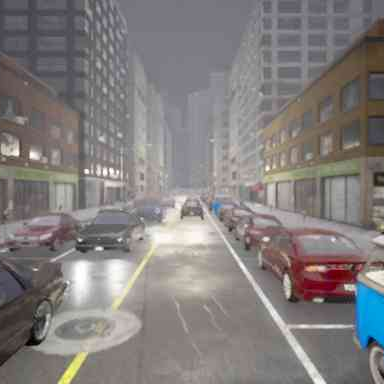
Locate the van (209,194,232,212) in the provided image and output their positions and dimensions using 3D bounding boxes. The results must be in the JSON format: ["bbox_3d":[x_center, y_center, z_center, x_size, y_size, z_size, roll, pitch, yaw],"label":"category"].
[{"bbox_3d":[2.768,1.171,30.238,1.690,1.788,3.998,0,0,0],"label":"van"}]

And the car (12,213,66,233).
[{"bbox_3d":[-5.763,1.528,13.587,1.802,1.307,4.206,0,0,0],"label":"car"}]

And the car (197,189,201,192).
[{"bbox_3d":[2.775,0.816,69.103,2.192,1.841,5.009,0,1,0],"label":"car"}]

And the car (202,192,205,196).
[{"bbox_3d":[2.771,1.173,58.000,1.947,1.339,4.313,0,1,0],"label":"car"}]

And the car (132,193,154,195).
[{"bbox_3d":[-5.757,1.102,35.795,2.192,1.841,5.009,0,0,0],"label":"car"}]

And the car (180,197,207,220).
[{"bbox_3d":[0.015,1.384,26.721,1.812,1.442,4.674,0,1,0],"label":"car"}]

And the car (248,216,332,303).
[{"bbox_3d":[2.762,1.515,8.026,1.887,1.381,4.507,0,0,0],"label":"car"}]

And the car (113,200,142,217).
[{"bbox_3d":[-5.758,1.413,30.246,1.802,1.307,4.206,0,0,0],"label":"car"}]

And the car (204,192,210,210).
[{"bbox_3d":[2.769,1.102,35.790,2.192,1.841,5.009,0,0,0],"label":"car"}]

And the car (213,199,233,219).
[{"bbox_3d":[2.767,1.456,24.689,1.802,1.307,4.206,0,0,0],"label":"car"}]

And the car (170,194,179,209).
[{"bbox_3d":[-3.000,1.287,41.814,2.033,1.411,5.357,0,0,0],"label":"car"}]

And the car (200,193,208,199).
[{"bbox_3d":[2.775,0.905,80.380,1.752,1.417,4.829,0,1,0],"label":"car"}]

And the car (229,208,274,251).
[{"bbox_3d":[2.764,1.527,13.582,1.802,1.307,4.206,0,0,0],"label":"car"}]

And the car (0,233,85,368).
[{"bbox_3d":[-3.087,1.534,3.581,2.033,1.411,5.357,0,0,0],"label":"car"}]

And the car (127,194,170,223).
[{"bbox_3d":[-3.047,1.231,24.132,2.097,1.767,4.553,0,0,1],"label":"car"}]

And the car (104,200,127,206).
[{"bbox_3d":[-5.758,1.425,24.693,2.008,1.369,4.403,0,0,0],"label":"car"}]

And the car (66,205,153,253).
[{"bbox_3d":[-3.083,1.492,13.735,2.033,1.411,5.357,0,0,0],"label":"car"}]

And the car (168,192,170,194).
[{"bbox_3d":[-5.753,1.137,63.560,1.802,1.307,4.206,0,1,0],"label":"car"}]

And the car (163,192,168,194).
[{"bbox_3d":[-5.754,1.152,58.009,1.887,1.381,4.507,0,0,0],"label":"car"}]

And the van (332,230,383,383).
[{"bbox_3d":[2.761,1.331,2.475,1.690,1.788,3.998,0,0,0],"label":"van"}]

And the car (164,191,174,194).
[{"bbox_3d":[-5.750,0.758,74.662,2.192,1.841,5.009,0,1,0],"label":"car"}]

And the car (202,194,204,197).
[{"bbox_3d":[2.769,1.281,46.895,1.802,1.307,4.206,0,0,0],"label":"car"}]

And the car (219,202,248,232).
[{"bbox_3d":[2.766,1.495,19.133,1.802,1.307,4.206,0,0,0],"label":"car"}]

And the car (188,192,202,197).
[{"bbox_3d":[0.081,1.195,44.652,1.882,1.535,5.008,0,1,0],"label":"car"}]
